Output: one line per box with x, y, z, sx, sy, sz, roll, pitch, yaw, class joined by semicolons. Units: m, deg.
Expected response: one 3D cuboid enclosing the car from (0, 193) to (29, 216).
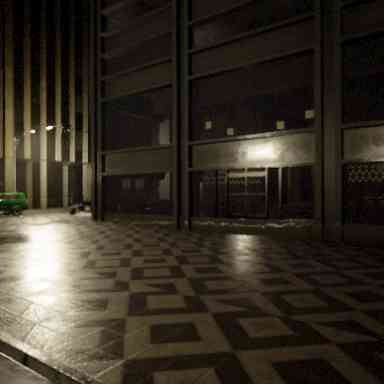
-16.903;1.073;28.303;2.150;2.045;5.566;0;0;37;car

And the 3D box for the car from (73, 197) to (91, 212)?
-10.877;1.286;36.830;1.882;1.535;5.008;0;0;35;car
